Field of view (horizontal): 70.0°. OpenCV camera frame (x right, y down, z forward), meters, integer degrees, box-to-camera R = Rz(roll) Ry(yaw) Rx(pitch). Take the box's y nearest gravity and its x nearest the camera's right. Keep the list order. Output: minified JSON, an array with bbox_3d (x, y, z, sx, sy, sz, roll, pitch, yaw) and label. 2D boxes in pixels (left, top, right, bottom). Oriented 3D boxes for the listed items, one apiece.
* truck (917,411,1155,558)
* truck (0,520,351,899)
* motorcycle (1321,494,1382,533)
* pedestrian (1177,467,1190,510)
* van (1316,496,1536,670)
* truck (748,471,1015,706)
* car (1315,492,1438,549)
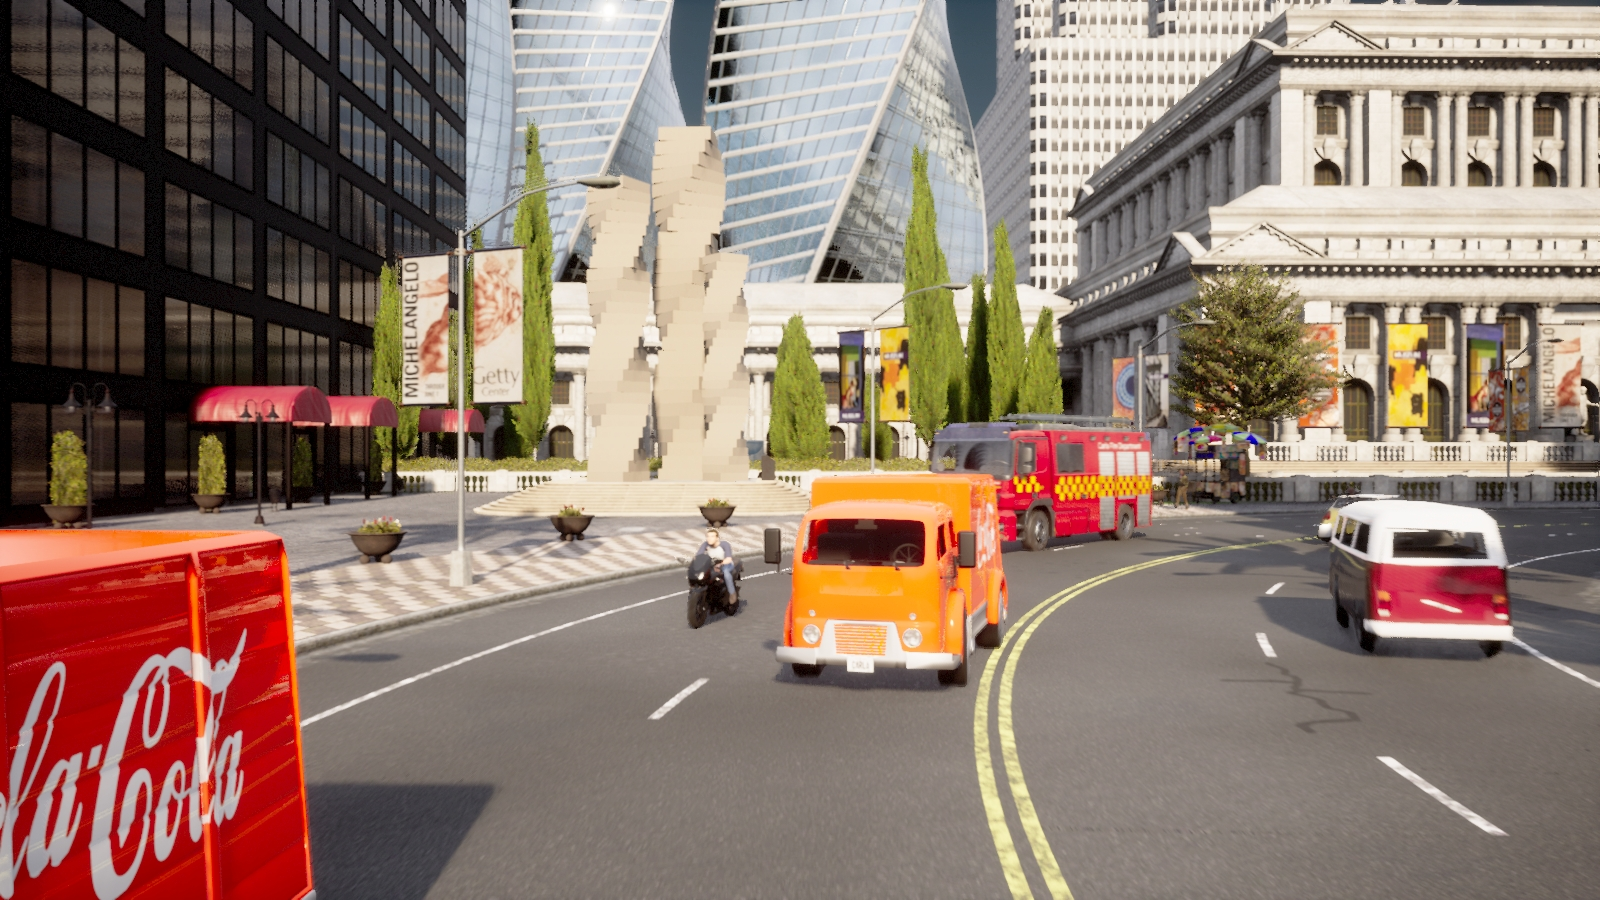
[{"bbox_3d":[7.199,0.891,33.803,2.891,3.827,8.468,0,0,43],"label":"truck"},{"bbox_3d":[-3.488,1.568,2.832,2.627,2.467,5.204,0,0,1],"label":"truck"},{"bbox_3d":[19.421,2.207,40.213,2.209,1.251,0.867,0,1,-31],"label":"motorcycle"},{"bbox_3d":[16.955,1.698,50.502,0.375,1.860,0.375,0,0,-36],"label":"pedestrian"},{"bbox_3d":[9.060,1.783,16.966,2.069,2.038,4.480,-1,0,18],"label":"van"},{"bbox_3d":[1.344,1.568,15.312,2.627,2.467,5.204,0,0,15],"label":"truck"},{"bbox_3d":[17.380,2.066,34.393,3.806,1.475,1.970,0,0,-40],"label":"car"}]
